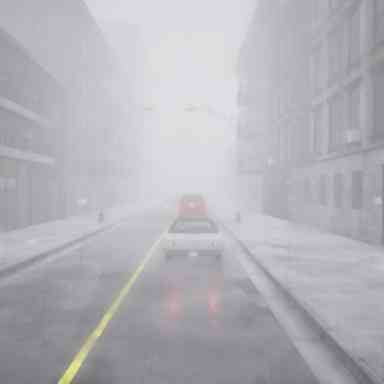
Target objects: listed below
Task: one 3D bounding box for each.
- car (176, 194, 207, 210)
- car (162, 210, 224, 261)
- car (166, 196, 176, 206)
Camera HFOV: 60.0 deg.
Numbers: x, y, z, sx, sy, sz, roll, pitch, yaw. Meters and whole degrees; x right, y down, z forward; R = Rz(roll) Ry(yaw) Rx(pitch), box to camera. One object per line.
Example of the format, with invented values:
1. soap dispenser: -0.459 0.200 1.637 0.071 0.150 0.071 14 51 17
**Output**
1. car: 0.059 1.153 27.495 2.150 2.045 5.566 0 0 0
2. car: 0.059 1.571 12.161 1.895 1.301 4.718 0 0 0
3. car: -3.075 1.362 53.335 1.837 1.490 4.892 0 0 0
